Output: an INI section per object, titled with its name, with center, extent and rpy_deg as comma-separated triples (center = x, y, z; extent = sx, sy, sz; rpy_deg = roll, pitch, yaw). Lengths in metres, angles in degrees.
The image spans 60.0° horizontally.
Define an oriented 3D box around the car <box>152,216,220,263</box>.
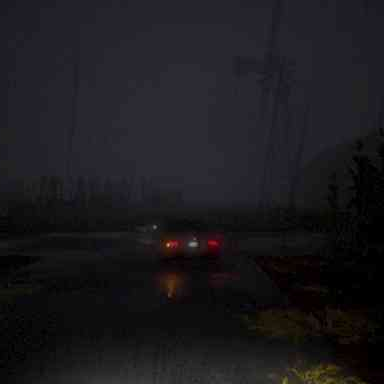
[car]
center = -0.381, 1.612, 12.325
extent = 2.033, 1.411, 5.357
rpy_deg = 0, 0, -9
